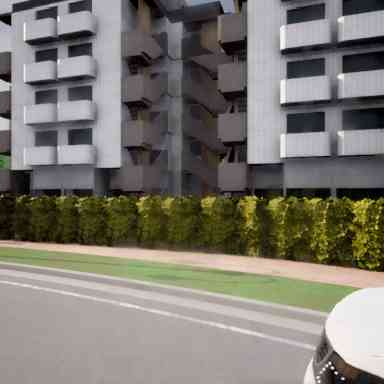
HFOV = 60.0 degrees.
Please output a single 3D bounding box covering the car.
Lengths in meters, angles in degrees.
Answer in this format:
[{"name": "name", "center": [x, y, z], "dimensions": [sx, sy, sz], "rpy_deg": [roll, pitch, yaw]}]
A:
[{"name": "car", "center": [3.377, 1.223, 1.416], "dimensions": [5.566, 2.045, 2.150], "rpy_deg": [0, 0, 36]}]
